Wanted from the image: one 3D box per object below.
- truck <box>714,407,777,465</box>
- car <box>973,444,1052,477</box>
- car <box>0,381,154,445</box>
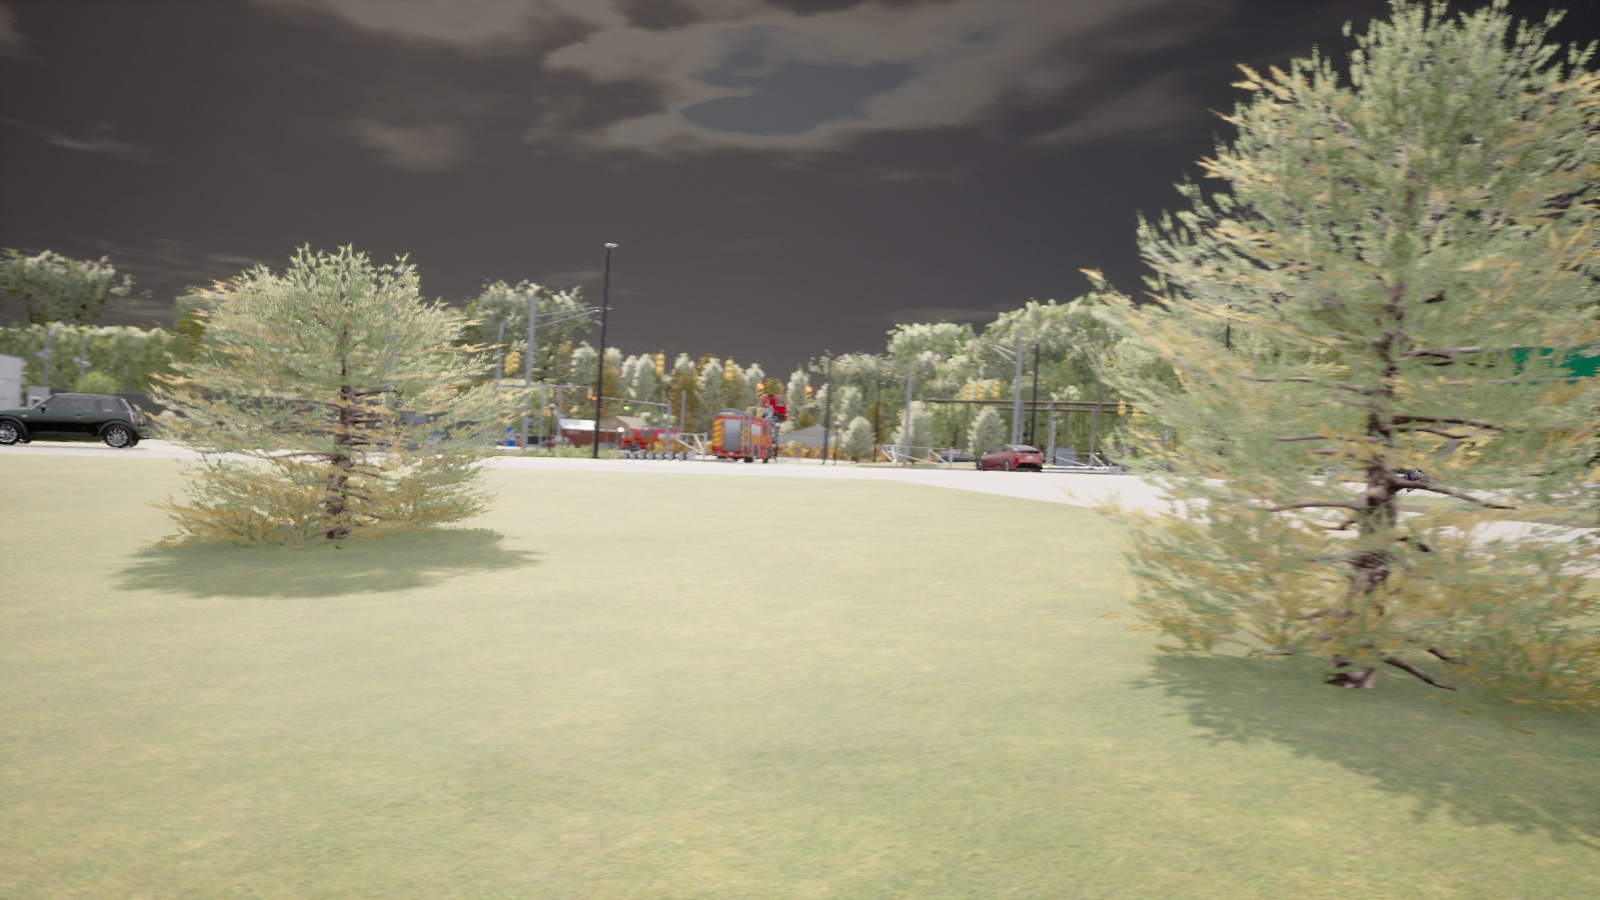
[{"bbox_3d":[-3.975,-0.932,93.583,2.891,3.827,8.468,3,-2,9],"label":"truck"},{"bbox_3d":[10.762,0.543,63.974,2.007,1.525,4.514,3,-1,-19],"label":"car"},{"bbox_3d":[-23.169,-1.165,39.705,4.553,1.767,2.097,3,1,-19],"label":"car"}]
